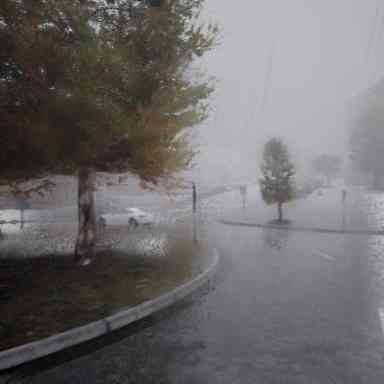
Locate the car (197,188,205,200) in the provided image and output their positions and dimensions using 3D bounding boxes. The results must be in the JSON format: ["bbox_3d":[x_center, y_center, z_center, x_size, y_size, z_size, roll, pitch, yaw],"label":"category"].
[{"bbox_3d":[-0.729,0.586,56.933,4.792,1.488,2.163,-3,3,4],"label":"car"}]

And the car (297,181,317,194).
[{"bbox_3d":[16.785,-0.261,54.234,5.566,2.045,2.435,-1,4,6],"label":"car"}]

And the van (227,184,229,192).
[{"bbox_3d":[5.011,-0.745,70.393,4.442,1.987,1.878,-3,3,4],"label":"van"}]

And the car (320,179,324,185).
[{"bbox_3d":[24.558,-1.323,70.493,4.792,1.488,2.163,-1,4,5],"label":"car"}]

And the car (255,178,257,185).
[{"bbox_3d":[14.671,-2.380,91.791,4.553,1.767,2.185,-3,3,4],"label":"car"}]

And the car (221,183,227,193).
[{"bbox_3d":[3.953,-0.310,67.715,5.008,1.535,2.097,-3,3,4],"label":"car"}]

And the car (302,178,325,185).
[{"bbox_3d":[31.764,-2.678,86.872,5.366,1.575,1.946,-1,4,4],"label":"car"}]

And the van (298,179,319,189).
[{"bbox_3d":[20.804,-0.910,62.333,4.442,1.987,1.878,-1,4,6],"label":"van"}]

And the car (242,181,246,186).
[{"bbox_3d":[9.871,-1.391,81.115,5.008,1.535,2.097,-3,3,4],"label":"car"}]

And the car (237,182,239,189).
[{"bbox_3d":[7.498,-0.959,75.761,5.008,1.535,2.097,-3,3,4],"label":"car"}]

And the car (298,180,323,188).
[{"bbox_3d":[27.047,-1.798,75.952,4.892,1.521,2.231,-2,4,4],"label":"car"}]

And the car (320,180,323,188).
[{"bbox_3d":[23.265,-1.127,67.769,4.892,1.521,2.231,-1,4,5],"label":"car"}]

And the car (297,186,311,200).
[{"bbox_3d":[14.236,0.434,48.860,5.008,1.535,2.097,-1,4,6],"label":"car"}]

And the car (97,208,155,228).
[{"bbox_3d":[-5.041,1.926,25.283,4.674,1.442,1.812,-1,-2,26],"label":"car"}]

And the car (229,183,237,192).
[{"bbox_3d":[6.508,-0.755,73.066,5.366,1.575,1.946,-3,3,4],"label":"car"}]

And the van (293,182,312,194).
[{"bbox_3d":[15.641,-0.017,51.531,4.442,1.987,1.878,-1,4,6],"label":"van"}]

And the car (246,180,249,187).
[{"bbox_3d":[11.072,-1.606,83.784,4.892,1.521,2.231,-3,3,4],"label":"car"}]

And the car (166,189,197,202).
[{"bbox_3d":[-1.935,0.815,54.237,4.674,1.452,2.002,-3,3,4],"label":"car"}]

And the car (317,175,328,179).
[{"bbox_3d":[28.304,-2.273,78.663,5.566,2.045,2.435,-2,4,4],"label":"car"}]

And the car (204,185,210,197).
[{"bbox_3d":[0.441,0.214,59.614,4.553,1.767,2.185,-3,3,4],"label":"car"}]

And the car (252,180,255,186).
[{"bbox_3d":[13.458,-2.040,89.130,5.008,1.535,2.097,-3,3,4],"label":"car"}]

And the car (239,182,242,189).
[{"bbox_3d":[8.721,-1.147,78.434,4.792,1.488,2.163,-3,3,4],"label":"car"}]

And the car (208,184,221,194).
[{"bbox_3d":[2.801,-0.220,65.004,4.553,1.767,2.185,-3,3,4],"label":"car"}]

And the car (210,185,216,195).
[{"bbox_3d":[1.569,0.155,62.324,4.792,1.488,2.163,-3,3,4],"label":"car"}]

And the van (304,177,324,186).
[{"bbox_3d":[30.837,-2.692,84.112,4.442,1.987,1.878,-1,3,4],"label":"van"}]

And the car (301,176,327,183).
[{"bbox_3d":[25.815,-1.827,73.201,5.566,2.045,2.435,-1,4,5],"label":"car"}]

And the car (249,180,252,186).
[{"bbox_3d":[12.265,-1.822,86.454,4.892,1.521,2.231,-3,3,4],"label":"car"}]
